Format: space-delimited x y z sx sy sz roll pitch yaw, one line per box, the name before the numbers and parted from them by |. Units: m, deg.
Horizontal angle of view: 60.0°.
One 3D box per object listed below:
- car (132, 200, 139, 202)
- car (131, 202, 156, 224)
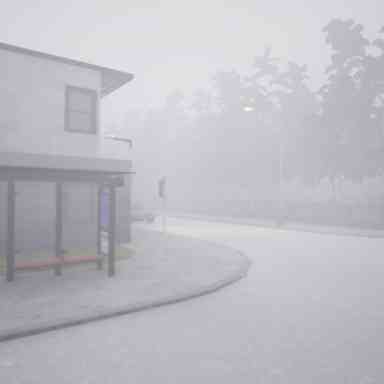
car | -6.922 1.682 36.705 1.837 1.490 4.892 1 0 -35
car | -4.731 1.729 26.445 1.895 1.301 4.718 1 0 -35
